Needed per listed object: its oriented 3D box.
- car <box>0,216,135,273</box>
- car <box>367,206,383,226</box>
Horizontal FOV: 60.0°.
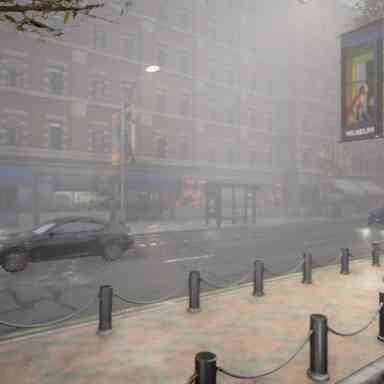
[{"bbox_3d":[-4.156,1.547,10.882,4.674,1.442,1.812,1,0,-35],"label":"car"},{"bbox_3d":[14.803,1.677,24.374,5.008,1.535,1.882,1,0,-35],"label":"car"}]
